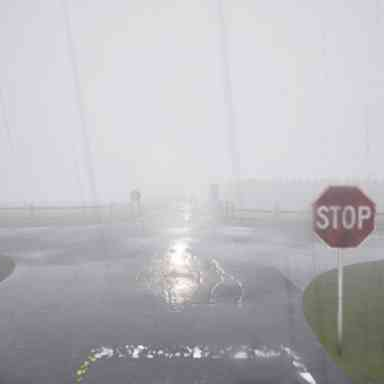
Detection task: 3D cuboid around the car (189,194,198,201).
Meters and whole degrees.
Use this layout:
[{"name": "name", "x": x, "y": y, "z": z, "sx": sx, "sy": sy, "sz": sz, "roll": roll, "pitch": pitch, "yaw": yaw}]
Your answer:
[{"name": "car", "x": 0.279, "y": 1.216, "z": 73.516, "sx": 1.837, "sy": 1.490, "sz": 4.892, "roll": 0, "pitch": 0, "yaw": 0}]

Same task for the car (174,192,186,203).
[{"name": "car", "x": -2.494, "y": 1.118, "z": 67.663, "sx": 2.150, "sy": 2.045, "sz": 5.566, "roll": 0, "pitch": 0, "yaw": 0}]

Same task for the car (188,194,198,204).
[{"name": "car", "x": 0.241, "y": 1.507, "z": 63.543, "sx": 1.895, "sy": 1.301, "sz": 4.718, "roll": 0, "pitch": 0, "yaw": 0}]
